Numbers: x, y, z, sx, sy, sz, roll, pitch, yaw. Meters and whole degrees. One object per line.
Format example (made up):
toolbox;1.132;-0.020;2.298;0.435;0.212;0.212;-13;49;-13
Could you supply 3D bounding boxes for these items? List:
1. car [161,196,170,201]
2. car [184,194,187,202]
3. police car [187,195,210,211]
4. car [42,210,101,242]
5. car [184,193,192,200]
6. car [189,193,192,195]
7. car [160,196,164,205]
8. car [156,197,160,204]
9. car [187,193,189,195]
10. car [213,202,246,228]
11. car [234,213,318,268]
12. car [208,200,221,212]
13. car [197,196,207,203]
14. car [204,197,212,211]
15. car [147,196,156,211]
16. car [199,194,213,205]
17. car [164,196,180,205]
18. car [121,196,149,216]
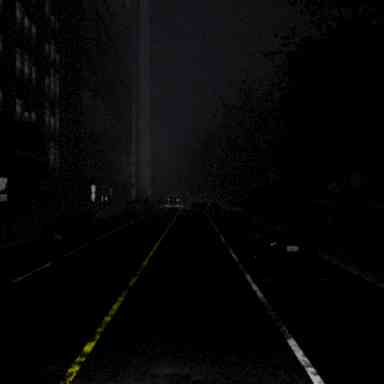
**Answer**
car;-6.626;1.591;83.454;1.802;1.307;4.206;0;0;-2
car;-0.635;1.218;77.492;2.097;1.767;4.553;0;0;-2
police car;0.723;1.495;41.306;1.930;1.638;5.238;0;0;-3
car;-5.836;1.605;16.664;1.947;1.339;4.313;0;0;0
car;-1.033;1.186;92.486;2.097;1.767;4.553;0;0;-2
car;0.876;1.418;51.233;2.097;1.767;4.553;0;0;0
car;-6.036;1.620;61.214;1.947;1.339;4.313;0;0;-1
car;-5.838;1.635;44.468;1.947;1.339;4.313;0;0;0
car;0.658;1.413;57.282;2.097;1.767;4.553;0;0;1
car;2.690;1.595;22.281;1.887;1.381;4.507;0;0;0
car;2.752;1.592;11.166;1.947;1.339;4.313;0;0;0
car;2.689;1.610;27.841;2.008;1.369;4.403;0;0;0
car;2.198;1.585;72.302;2.008;1.369;4.403;0;0;-2
car;2.688;1.614;38.963;1.887;1.381;4.507;0;0;0
car;-5.837;1.384;38.907;2.192;1.841;5.009;0;0;0
car;2.494;1.371;61.186;2.192;1.841;5.009;0;0;-2
car;-3.200;1.411;58.295;2.097;1.767;4.553;0;0;-1
car;-5.837;1.506;33.348;1.967;1.590;4.097;0;0;0
